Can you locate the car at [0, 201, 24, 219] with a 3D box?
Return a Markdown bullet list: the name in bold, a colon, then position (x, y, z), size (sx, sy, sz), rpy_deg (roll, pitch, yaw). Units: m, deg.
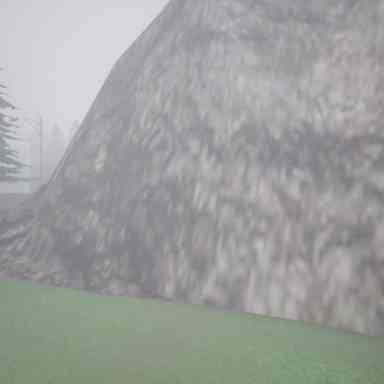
- **car**: position (-16.090, 1.492, 26.666), size (2.128, 1.511, 4.902), rpy_deg (0, 0, 29)
